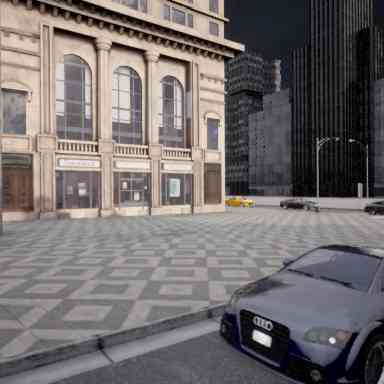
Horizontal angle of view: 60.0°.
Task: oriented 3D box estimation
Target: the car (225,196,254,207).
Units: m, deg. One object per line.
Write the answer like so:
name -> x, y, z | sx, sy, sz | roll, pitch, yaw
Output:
car -> 6.629, 1.371, 47.046 | 1.882, 1.535, 5.008 | -1, 1, -34

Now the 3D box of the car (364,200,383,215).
car -> 18.091, 1.477, 30.159 | 1.812, 1.442, 4.674 | -1, 0, -34

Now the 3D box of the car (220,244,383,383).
car -> 2.455, 1.563, 5.137 | 4.181, 1.385, 1.994 | 0, 0, -36

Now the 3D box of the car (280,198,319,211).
car -> 12.414, 1.414, 38.500 | 2.128, 1.511, 4.902 | -1, 0, -34
